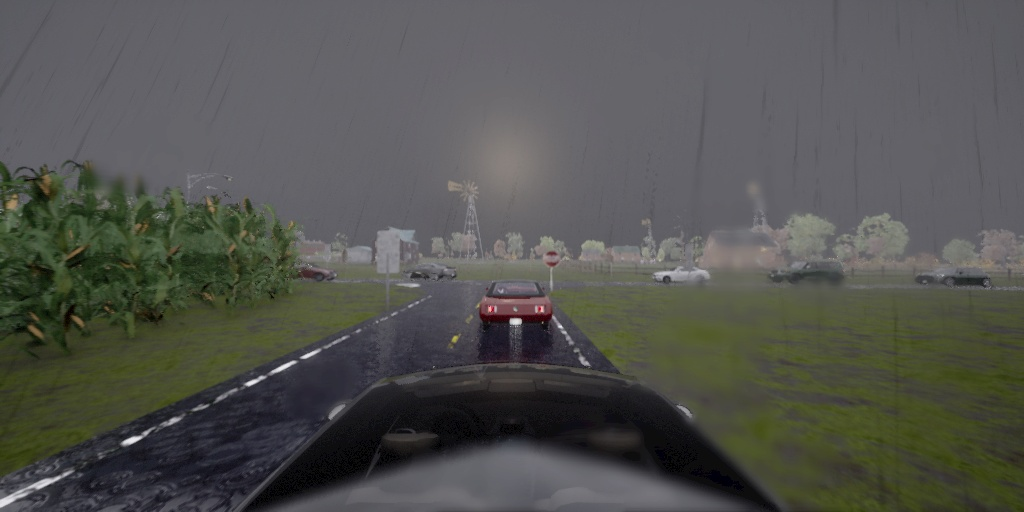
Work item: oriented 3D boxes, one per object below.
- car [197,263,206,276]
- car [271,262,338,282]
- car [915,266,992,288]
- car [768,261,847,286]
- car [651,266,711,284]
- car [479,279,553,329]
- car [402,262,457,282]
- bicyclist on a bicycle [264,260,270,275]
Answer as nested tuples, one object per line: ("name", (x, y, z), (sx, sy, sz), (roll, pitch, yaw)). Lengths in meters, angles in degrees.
("car", (-26.050, 0.714, 27.041), (5.566, 2.045, 2.150), (1, -1, -1))
("car", (-15.662, 1.147, 27.086), (4.674, 1.442, 1.812), (1, -1, 0))
("car", (37.143, 1.688, 30.273), (4.553, 1.767, 2.097), (1, -1, 0))
("car", (24.865, 1.403, 30.238), (5.566, 2.045, 2.150), (1, -1, -1))
("car", (14.203, 1.576, 30.176), (4.674, 1.442, 1.812), (1, -1, 0))
("car", (0.101, 1.379, 11.302), (1.895, 1.301, 4.718), (0, 0, 0))
("car", (-6.684, 1.256, 28.787), (4.902, 1.511, 2.128), (0, -2, 29))
("bicyclist on a bicycle", (-22.691, 1.079, 33.022), (0.582, 1.620, 1.656), (1, 0, 0))
